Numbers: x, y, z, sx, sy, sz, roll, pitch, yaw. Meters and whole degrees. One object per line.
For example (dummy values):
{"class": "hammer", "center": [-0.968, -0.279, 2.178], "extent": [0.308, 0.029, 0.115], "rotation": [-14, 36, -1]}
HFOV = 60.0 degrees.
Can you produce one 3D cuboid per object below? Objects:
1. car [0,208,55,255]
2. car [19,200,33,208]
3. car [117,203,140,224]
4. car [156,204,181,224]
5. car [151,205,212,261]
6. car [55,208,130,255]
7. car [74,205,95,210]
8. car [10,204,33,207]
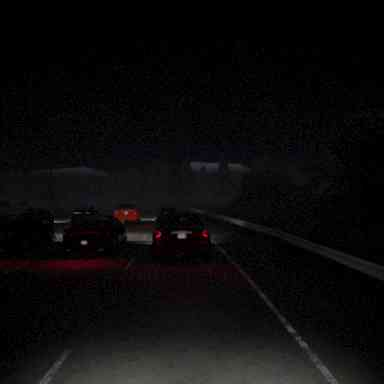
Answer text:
{"class": "car", "center": [-7.545, 1.688, 14.300], "extent": [1.882, 1.535, 5.008], "rotation": [0, 0, -4]}
{"class": "car", "center": [-33.055, 2.406, 66.410], "extent": [1.882, 1.535, 5.008], "rotation": [0, -1, -20]}
{"class": "car", "center": [-5.626, 1.756, 29.017], "extent": [2.097, 1.767, 4.553], "rotation": [0, -1, -8]}
{"class": "car", "center": [-2.163, 1.910, 29.548], "extent": [1.837, 1.490, 4.892], "rotation": [0, 0, -8]}
{"class": "car", "center": [-0.473, 1.534, 13.346], "extent": [2.097, 1.767, 4.553], "rotation": [0, -1, -4]}
{"class": "car", "center": [-4.050, 1.682, 14.456], "extent": [1.882, 1.535, 5.008], "rotation": [0, 0, -4]}
{"class": "car", "center": [-9.109, 1.899, 28.685], "extent": [2.128, 1.511, 4.902], "rotation": [0, -1, -8]}
{"class": "car", "center": [-12.278, 1.927, 26.108], "extent": [2.033, 1.411, 5.357], "rotation": [0, -1, -7]}
